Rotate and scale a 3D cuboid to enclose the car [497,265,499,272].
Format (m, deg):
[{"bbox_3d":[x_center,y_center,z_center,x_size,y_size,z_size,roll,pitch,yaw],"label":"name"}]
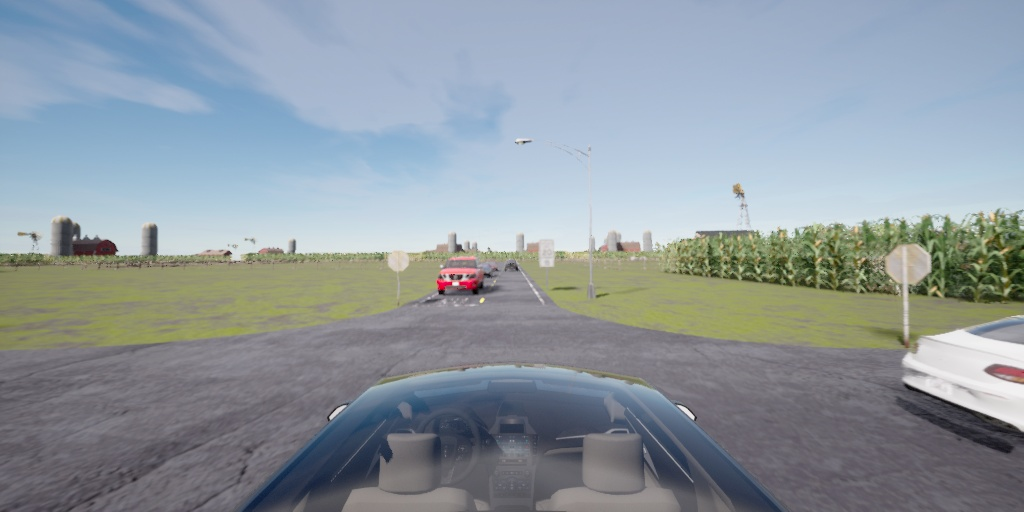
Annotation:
[{"bbox_3d":[-2.870,1.407,48.548,1.812,1.442,4.674,-1,0,0],"label":"car"}]

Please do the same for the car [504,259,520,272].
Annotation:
[{"bbox_3d":[-0.060,1.352,49.474,1.837,1.490,4.892,-1,0,0],"label":"car"}]

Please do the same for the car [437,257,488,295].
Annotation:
[{"bbox_3d":[-2.878,1.064,21.088,2.150,2.045,5.566,-1,0,0],"label":"car"}]

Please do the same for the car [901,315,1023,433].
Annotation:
[{"bbox_3d":[7.109,1.294,3.610,4.674,1.442,1.812,0,0,12],"label":"car"}]

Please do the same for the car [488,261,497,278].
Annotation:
[{"bbox_3d":[-2.884,1.415,35.665,2.033,1.411,5.357,-1,0,0],"label":"car"}]
